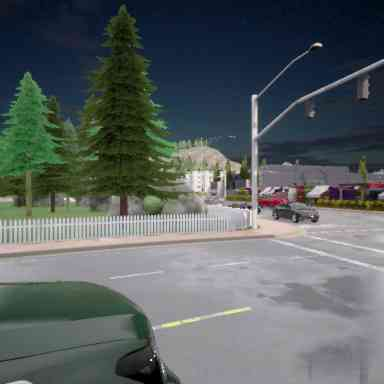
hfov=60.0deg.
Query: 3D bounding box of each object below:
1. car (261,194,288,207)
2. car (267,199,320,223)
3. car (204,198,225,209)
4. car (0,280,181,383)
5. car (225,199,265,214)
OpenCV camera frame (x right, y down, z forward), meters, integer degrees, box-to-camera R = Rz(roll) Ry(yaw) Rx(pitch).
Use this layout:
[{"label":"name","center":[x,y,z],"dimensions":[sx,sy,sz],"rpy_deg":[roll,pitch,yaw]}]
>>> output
[{"label":"car","center":[10.582,1.277,43.634],"dimensions":[2.150,2.045,5.566],"rpy_deg":[0,0,-16]},{"label":"car","center":[8.095,1.560,26.346],"dimensions":[1.837,1.490,4.892],"rpy_deg":[0,0,-14]},{"label":"car","center":[2.900,1.547,44.242],"dimensions":[2.128,1.511,4.902],"rpy_deg":[0,0,-16]},{"label":"car","center":[-2.732,1.221,1.688],"dimensions":[5.566,2.045,2.150],"rpy_deg":[0,0,-36]},{"label":"car","center":[5.511,1.656,35.254],"dimensions":[1.895,1.301,4.718],"rpy_deg":[0,0,-16]}]
